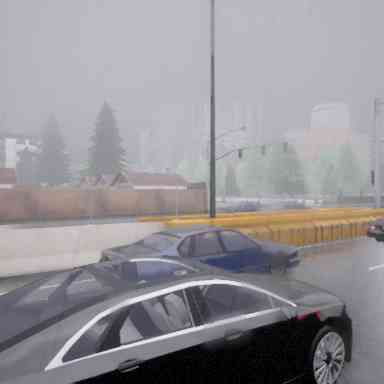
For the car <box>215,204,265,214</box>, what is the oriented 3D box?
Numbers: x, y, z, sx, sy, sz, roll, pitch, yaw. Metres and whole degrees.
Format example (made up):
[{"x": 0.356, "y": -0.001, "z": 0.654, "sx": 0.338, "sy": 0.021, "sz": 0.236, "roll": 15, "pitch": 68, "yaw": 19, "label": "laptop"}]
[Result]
[{"x": 1.600, "y": 1.558, "z": 17.976, "sx": 4.181, "sy": 1.385, "sz": 1.994, "roll": 0, "pitch": 0, "yaw": -35, "label": "car"}]

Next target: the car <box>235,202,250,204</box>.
[{"x": 4.560, "y": 1.537, "z": 28.579, "sx": 5.357, "sy": 1.411, "sz": 2.033, "roll": 0, "pitch": 0, "yaw": -37, "label": "car"}]

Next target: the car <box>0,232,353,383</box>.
[{"x": -0.177, "y": 1.490, "z": 3.617, "sx": 4.902, "sy": 1.511, "sz": 2.128, "roll": 0, "pitch": 0, "yaw": -35, "label": "car"}]

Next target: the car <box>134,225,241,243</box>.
[{"x": 0.373, "y": 1.545, "z": 8.301, "sx": 5.357, "sy": 1.411, "sz": 2.033, "roll": 0, "pitch": 0, "yaw": -36, "label": "car"}]

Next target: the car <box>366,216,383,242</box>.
[{"x": 10.055, "y": 1.538, "z": 15.179, "sx": 5.357, "sy": 1.411, "sz": 2.033, "roll": 0, "pitch": 0, "yaw": -35, "label": "car"}]

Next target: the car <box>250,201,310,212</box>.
[{"x": 7.249, "y": 1.470, "z": 26.191, "sx": 5.008, "sy": 1.535, "sz": 1.882, "roll": 0, "pitch": 0, "yaw": -35, "label": "car"}]
